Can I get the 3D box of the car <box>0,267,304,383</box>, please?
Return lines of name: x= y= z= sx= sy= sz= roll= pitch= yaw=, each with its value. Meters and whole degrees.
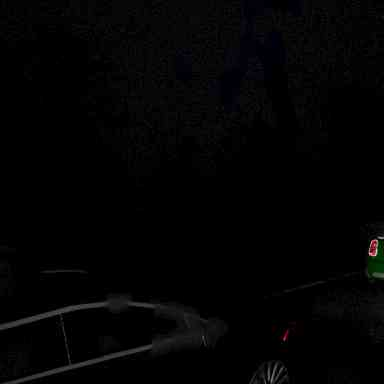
car: x=-0.998 y=1.491 z=3.014 sx=4.902 sy=1.511 sz=2.128 roll=0 pitch=0 yaw=-36

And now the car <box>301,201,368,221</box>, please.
car: x=11.436 y=1.478 z=26.805 sx=5.008 sy=1.535 sz=1.882 roll=0 pitch=2 yaw=26

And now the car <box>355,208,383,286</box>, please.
car: x=6.320 y=1.352 z=8.204 sx=4.553 sy=1.767 sz=2.097 roll=0 pitch=0 yaw=-35
